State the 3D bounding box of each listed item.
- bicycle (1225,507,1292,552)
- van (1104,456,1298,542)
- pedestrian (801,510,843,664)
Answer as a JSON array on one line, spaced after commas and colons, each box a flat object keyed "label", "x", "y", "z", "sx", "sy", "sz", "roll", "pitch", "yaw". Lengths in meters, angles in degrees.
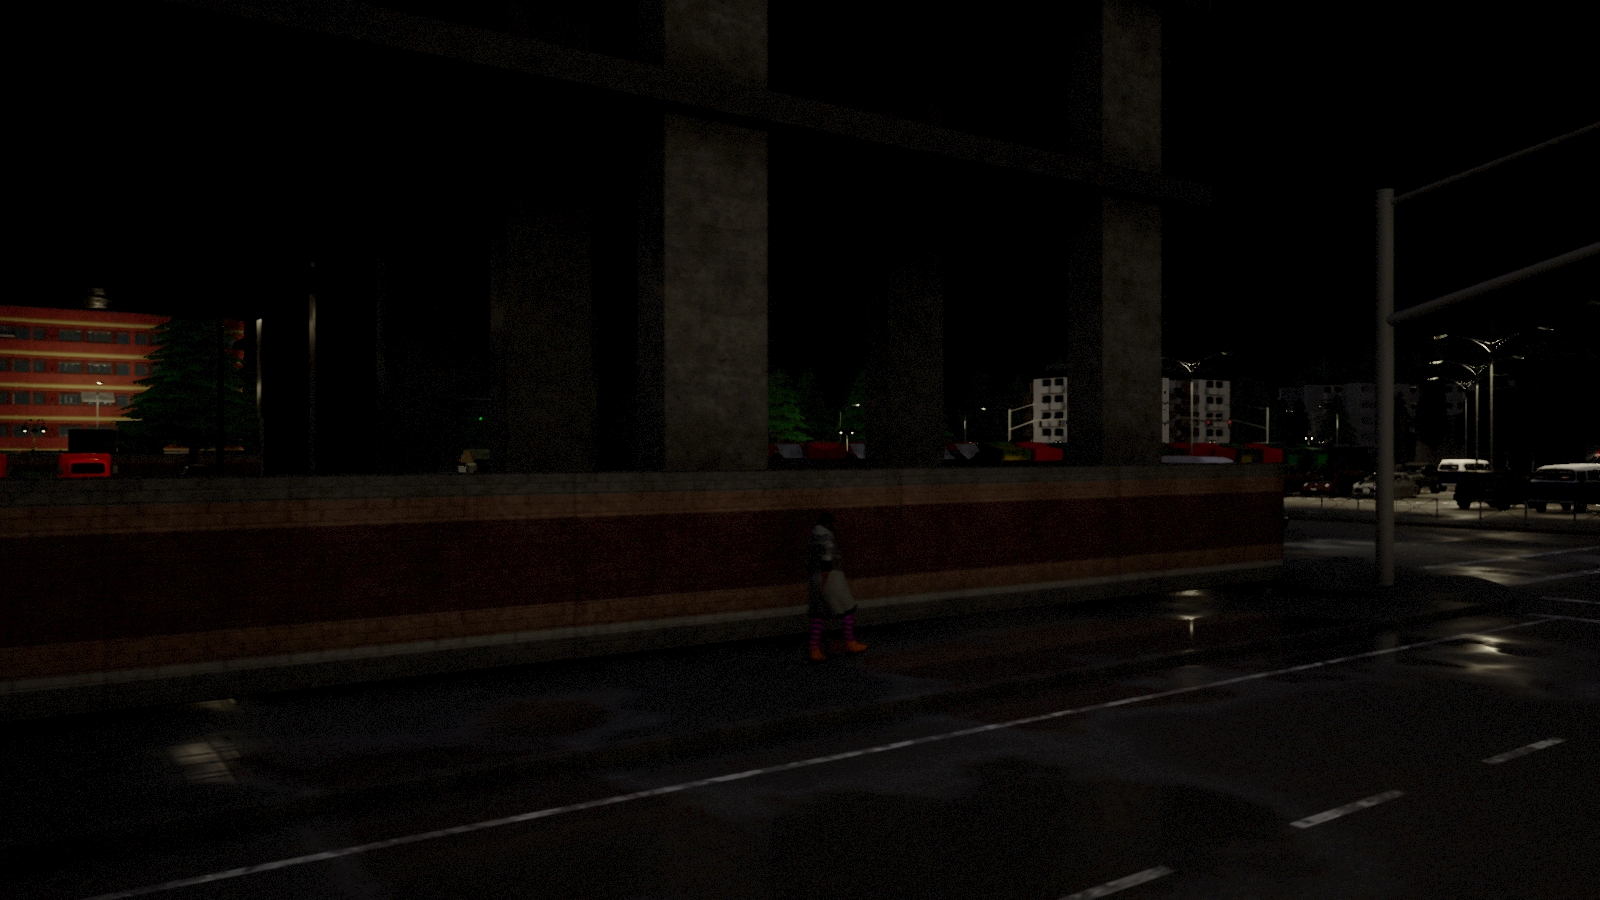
[{"label": "bicycle", "x": 12.633, "y": 2.174, "z": 31.517, "sx": 0.859, "sy": 1.126, "sz": 1.487, "roll": 0, "pitch": 0, "yaw": -35}, {"label": "van", "x": 12.910, "y": 1.475, "z": 37.209, "sx": 1.988, "sy": 2.561, "sz": 5.915, "roll": 0, "pitch": 0, "yaw": -35}, {"label": "pedestrian", "x": 0.276, "y": 1.695, "z": 14.266, "sx": 0.375, "sy": 1.860, "sz": 0.375, "roll": 0, "pitch": 0, "yaw": -32}]
